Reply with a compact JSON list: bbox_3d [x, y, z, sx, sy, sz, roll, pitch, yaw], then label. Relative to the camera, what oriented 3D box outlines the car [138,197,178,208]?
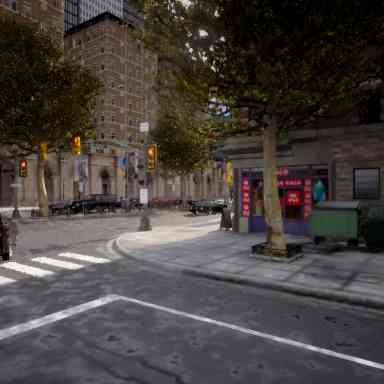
[{"bbox_3d":[-4.481,1.478,44.576,1.882,1.535,5.008,0,0,36],"label":"car"}]

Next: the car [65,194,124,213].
[{"bbox_3d":[-10.498,1.221,36.226,2.150,2.045,5.566,0,0,36],"label":"car"}]

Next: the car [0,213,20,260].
[{"bbox_3d":[-7.506,1.484,12.067,1.882,1.535,5.008,-2,1,-23],"label":"car"}]

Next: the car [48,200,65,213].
[{"bbox_3d":[-13.763,1.547,37.679,2.033,1.411,5.357,0,0,36],"label":"car"}]

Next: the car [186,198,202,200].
[{"bbox_3d":[1.513,1.601,52.878,1.895,1.301,4.718,0,0,36],"label":"car"}]

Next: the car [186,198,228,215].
[{"bbox_3d":[1.774,1.601,33.420,1.895,1.301,4.718,0,0,36],"label":"car"}]

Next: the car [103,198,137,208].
[{"bbox_3d":[-10.271,1.595,47.917,1.895,1.301,4.718,0,0,36],"label":"car"}]

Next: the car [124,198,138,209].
[{"bbox_3d":[-7.766,1.526,45.983,1.812,1.442,4.674,0,0,36],"label":"car"}]

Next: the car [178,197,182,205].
[{"bbox_3d":[-1.822,1.564,54.243,1.994,1.385,4.181,0,0,35],"label":"car"}]
